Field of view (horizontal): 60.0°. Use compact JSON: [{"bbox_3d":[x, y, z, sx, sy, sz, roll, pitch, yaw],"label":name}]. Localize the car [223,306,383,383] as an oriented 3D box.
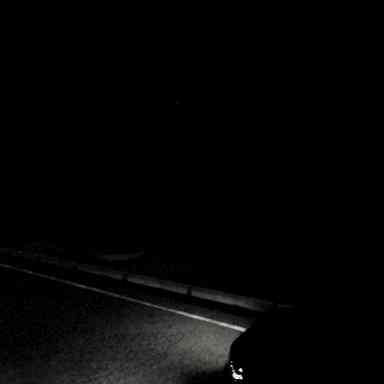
[{"bbox_3d":[2.536,1.507,2.224,4.892,1.490,1.837,0,0,35],"label":"car"}]
